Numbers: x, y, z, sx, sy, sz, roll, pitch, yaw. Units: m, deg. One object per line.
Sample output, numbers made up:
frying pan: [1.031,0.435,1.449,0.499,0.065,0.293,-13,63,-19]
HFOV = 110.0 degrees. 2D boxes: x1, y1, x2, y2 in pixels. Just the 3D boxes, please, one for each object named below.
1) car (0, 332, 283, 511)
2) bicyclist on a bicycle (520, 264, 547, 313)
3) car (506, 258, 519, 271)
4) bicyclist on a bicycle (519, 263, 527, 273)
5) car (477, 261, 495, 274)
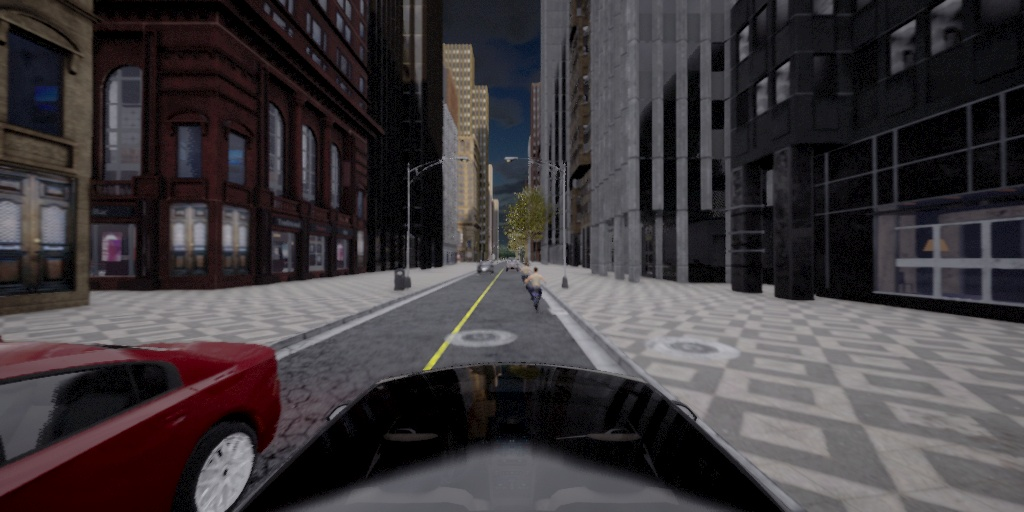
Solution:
car: [-3.099,1.227,1.290,1.882,1.535,5.008,0,0,0]
bicyclist on a bicycle: [0.853,1.197,13.000,0.866,1.612,1.509,0,0,0]
car: [0.075,1.451,52.410,2.033,1.411,5.357,0,0,0]
bicyclist on a bicycle: [0.852,1.217,21.843,0.866,1.612,1.509,0,0,0]
car: [-3.075,1.349,42.448,2.128,1.511,4.902,0,0,0]
